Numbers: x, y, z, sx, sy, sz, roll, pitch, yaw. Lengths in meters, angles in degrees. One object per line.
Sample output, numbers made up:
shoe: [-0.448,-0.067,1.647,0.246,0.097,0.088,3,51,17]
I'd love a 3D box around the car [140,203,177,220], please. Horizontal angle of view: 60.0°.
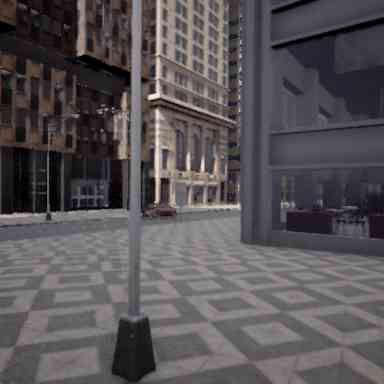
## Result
car: [-3.288,1.766,31.091,1.994,1.385,4.181,1,0,35]
